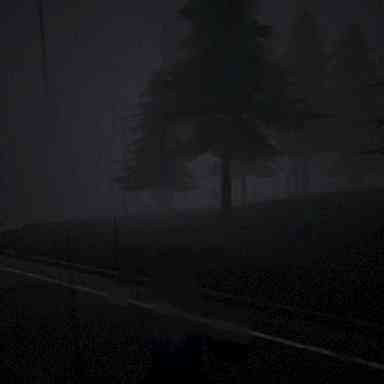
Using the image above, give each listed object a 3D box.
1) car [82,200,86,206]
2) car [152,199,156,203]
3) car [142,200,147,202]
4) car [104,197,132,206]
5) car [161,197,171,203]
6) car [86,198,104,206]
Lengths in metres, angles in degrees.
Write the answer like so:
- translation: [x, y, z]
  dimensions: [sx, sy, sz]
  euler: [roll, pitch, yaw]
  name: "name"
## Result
- translation: [-18.054, 1.773, 61.241]
  dimensions: [1.812, 1.442, 4.674]
  euler: [0, 0, 36]
  name: "car"
- translation: [-6.592, 1.770, 71.443]
  dimensions: [1.994, 1.385, 4.181]
  euler: [0, 0, 35]
  name: "car"
- translation: [-8.994, 1.758, 74.114]
  dimensions: [2.128, 1.511, 4.902]
  euler: [0, 0, 35]
  name: "car"
- translation: [-12.329, 1.776, 57.275]
  dimensions: [1.994, 1.385, 4.181]
  euler: [0, 0, 35]
  name: "car"
- translation: [-3.500, 1.724, 69.756]
  dimensions: [2.128, 1.511, 4.902]
  euler: [0, 0, 35]
  name: "car"
- translation: [-15.579, 1.721, 58.720]
  dimensions: [2.128, 1.511, 4.902]
  euler: [0, 0, 35]
  name: "car"
